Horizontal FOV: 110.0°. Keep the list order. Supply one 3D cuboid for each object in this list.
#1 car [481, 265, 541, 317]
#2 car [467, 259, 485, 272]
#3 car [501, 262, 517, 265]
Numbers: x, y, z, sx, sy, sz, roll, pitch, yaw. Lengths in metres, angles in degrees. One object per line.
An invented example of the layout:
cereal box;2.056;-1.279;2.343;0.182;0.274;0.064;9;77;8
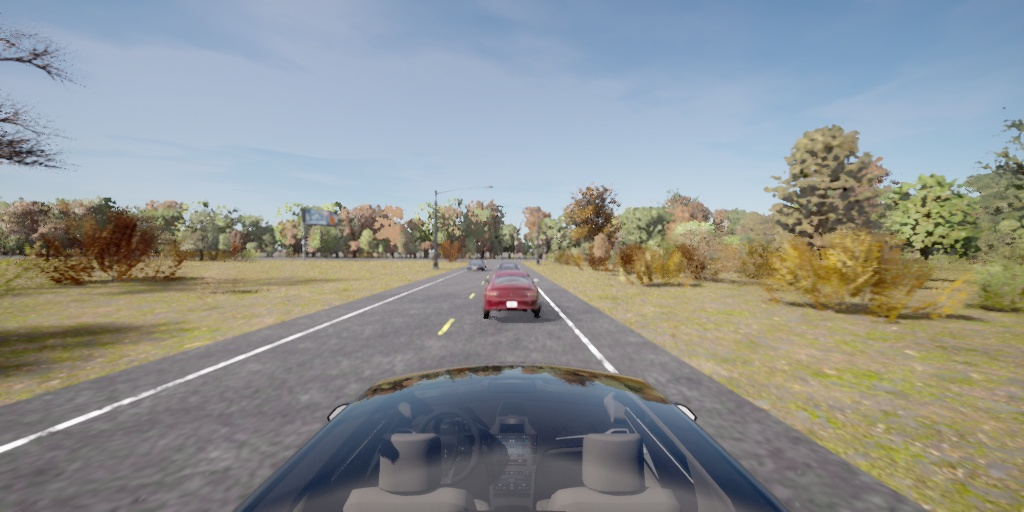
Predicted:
car;-0.028;1.221;12.683;1.812;1.442;4.674;0;0;-1
car;-4.125;1.070;41.888;1.812;1.442;4.674;0;0;-1
car;-0.243;1.181;28.008;1.994;1.385;4.181;0;0;-1
